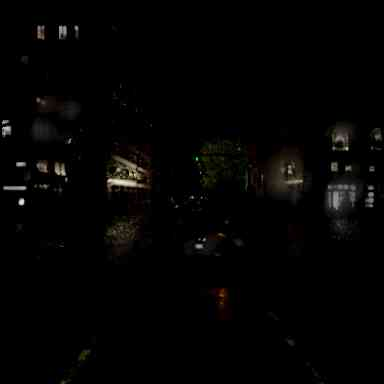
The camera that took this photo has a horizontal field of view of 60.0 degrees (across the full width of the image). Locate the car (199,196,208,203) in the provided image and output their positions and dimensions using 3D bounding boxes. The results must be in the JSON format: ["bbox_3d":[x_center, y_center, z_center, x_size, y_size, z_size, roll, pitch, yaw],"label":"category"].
[{"bbox_3d":[2.686,1.810,77.422,1.967,1.590,4.097,0,0,0],"label":"car"}]

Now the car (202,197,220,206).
[{"bbox_3d":[2.688,1.733,43.241,2.008,1.369,4.403,0,0,0],"label":"car"}]

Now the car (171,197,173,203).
[{"bbox_3d":[-5.694,1.650,71.727,2.192,1.841,5.009,0,0,0],"label":"car"}]

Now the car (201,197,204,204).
[{"bbox_3d":[2.688,1.652,48.939,1.967,1.590,4.097,0,0,0],"label":"car"}]

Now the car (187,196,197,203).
[{"bbox_3d":[-0.002,1.825,80.431,2.128,1.511,4.902,0,0,0],"label":"car"}]

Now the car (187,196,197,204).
[{"bbox_3d":[-0.001,1.874,70.423,1.994,1.385,4.181,0,0,0],"label":"car"}]

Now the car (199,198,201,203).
[{"bbox_3d":[2.687,1.681,54.635,1.967,1.590,4.097,0,0,0],"label":"car"}]

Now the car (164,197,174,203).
[{"bbox_3d":[-5.694,1.956,83.119,2.008,1.369,4.403,0,0,0],"label":"car"}]

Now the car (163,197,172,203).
[{"bbox_3d":[-5.694,1.936,77.423,1.947,1.339,4.313,0,0,0],"label":"car"}]

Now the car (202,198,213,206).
[{"bbox_3d":[2.687,1.853,60.332,1.802,1.307,4.206,0,0,0],"label":"car"}]

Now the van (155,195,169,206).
[{"bbox_3d":[-5.694,1.612,60.334,1.690,1.788,3.998,0,0,0],"label":"van"}]

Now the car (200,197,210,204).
[{"bbox_3d":[2.687,1.886,71.725,2.008,1.369,4.403,0,0,0],"label":"car"}]

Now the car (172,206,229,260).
[{"bbox_3d":[0.402,1.523,12.688,1.882,1.535,5.008,0,0,4],"label":"car"}]

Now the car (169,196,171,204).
[{"bbox_3d":[-5.694,1.884,66.029,1.802,1.307,4.206,0,0,0],"label":"car"}]
